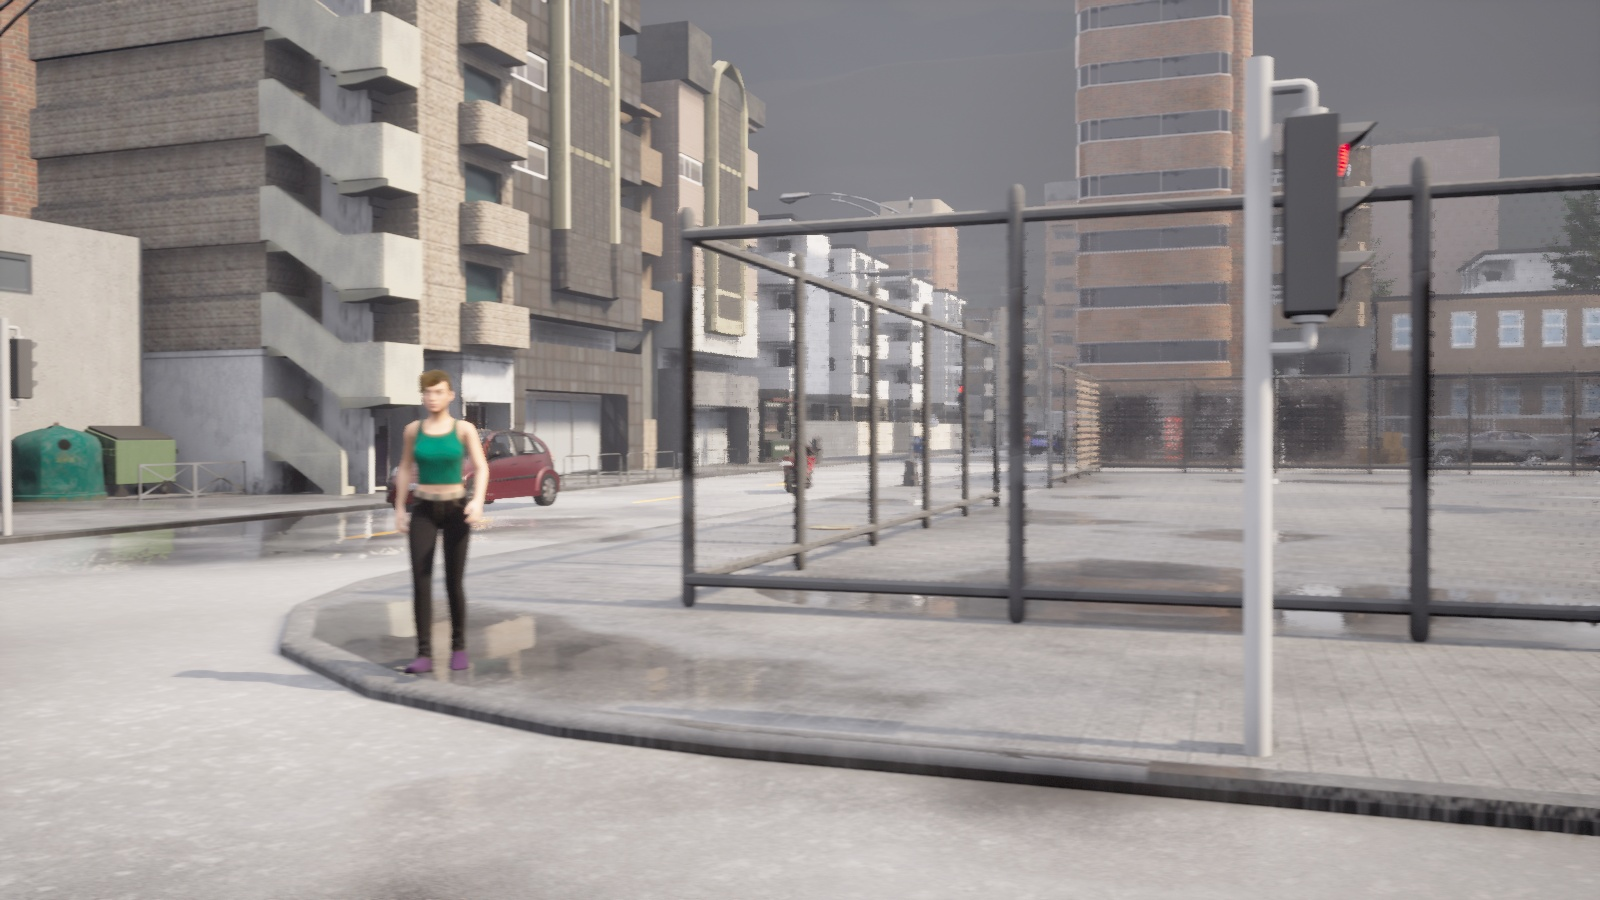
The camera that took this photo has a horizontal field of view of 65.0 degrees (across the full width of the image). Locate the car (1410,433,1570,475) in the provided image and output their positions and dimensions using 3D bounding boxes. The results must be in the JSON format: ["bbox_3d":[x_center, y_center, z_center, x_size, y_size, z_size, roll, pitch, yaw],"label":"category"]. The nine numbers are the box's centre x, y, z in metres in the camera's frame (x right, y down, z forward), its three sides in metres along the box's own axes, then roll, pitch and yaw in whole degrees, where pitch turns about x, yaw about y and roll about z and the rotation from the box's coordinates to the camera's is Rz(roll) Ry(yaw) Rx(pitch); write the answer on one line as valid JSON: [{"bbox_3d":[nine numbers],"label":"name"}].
[{"bbox_3d":[25.721,0.125,47.011,4.902,1.511,2.128,1,1,18],"label":"car"}]

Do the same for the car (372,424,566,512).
[{"bbox_3d":[-6.513,0.297,25.159,1.851,1.617,3.988,1,1,19],"label":"car"}]

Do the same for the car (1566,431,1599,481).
[{"bbox_3d":[28.537,0.193,41.794,4.856,1.649,2.033,1,1,20],"label":"car"}]

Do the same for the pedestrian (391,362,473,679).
[{"bbox_3d":[-2.214,0.406,7.590,0.345,1.836,0.594,0,1,-3],"label":"pedestrian"}]

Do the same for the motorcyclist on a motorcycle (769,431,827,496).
[{"bbox_3d":[-0.031,0.305,31.610,0.797,1.523,2.044,1,3,19],"label":"motorcyclist on a motorcycle"}]

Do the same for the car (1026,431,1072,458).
[{"bbox_3d":[14.674,-0.356,73.855,2.007,1.525,4.514,1,1,20],"label":"car"}]
